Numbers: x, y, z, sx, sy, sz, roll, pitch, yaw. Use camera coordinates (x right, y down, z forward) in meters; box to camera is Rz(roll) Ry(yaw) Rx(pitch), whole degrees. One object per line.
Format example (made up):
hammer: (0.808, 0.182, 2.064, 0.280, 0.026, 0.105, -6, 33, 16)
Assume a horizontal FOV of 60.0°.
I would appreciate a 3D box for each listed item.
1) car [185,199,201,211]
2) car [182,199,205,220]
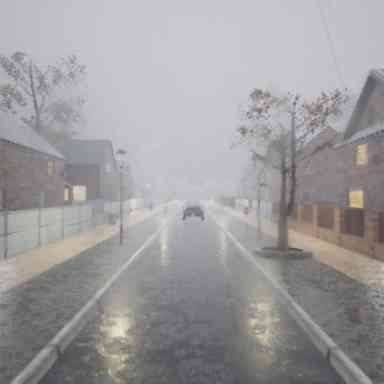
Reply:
car: (0.122, 1.749, 45.214, 2.128, 1.511, 4.902, 0, 0, 0)
car: (0.111, 1.679, 30.490, 1.837, 1.490, 4.892, 0, 0, 0)
